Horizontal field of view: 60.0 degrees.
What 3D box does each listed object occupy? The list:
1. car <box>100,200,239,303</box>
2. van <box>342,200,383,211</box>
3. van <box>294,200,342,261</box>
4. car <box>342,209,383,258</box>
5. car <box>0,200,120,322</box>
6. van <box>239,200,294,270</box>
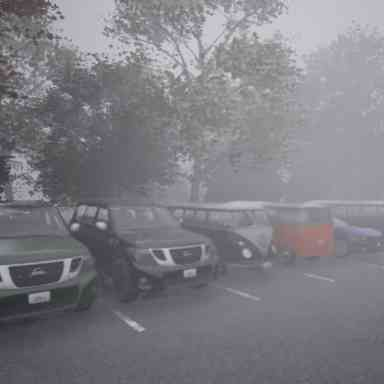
[{"bbox_3d":[-1.637,1.259,8.857,2.435,2.045,5.566,1,0,-35],"label":"car"},{"bbox_3d":[7.443,1.379,15.233,1.878,1.987,4.442,1,0,-36],"label":"van"},{"bbox_3d":[2.789,1.330,12.190,1.878,1.987,4.442,1,0,-35],"label":"van"},{"bbox_3d":[5.108,1.579,13.707,2.097,1.535,5.008,1,0,-35],"label":"car"},{"bbox_3d":[-3.893,1.236,7.249,2.435,2.045,5.566,1,0,-35],"label":"car"},{"bbox_3d":[0.669,1.307,10.392,1.878,1.987,4.442,1,0,-35],"label":"van"}]
